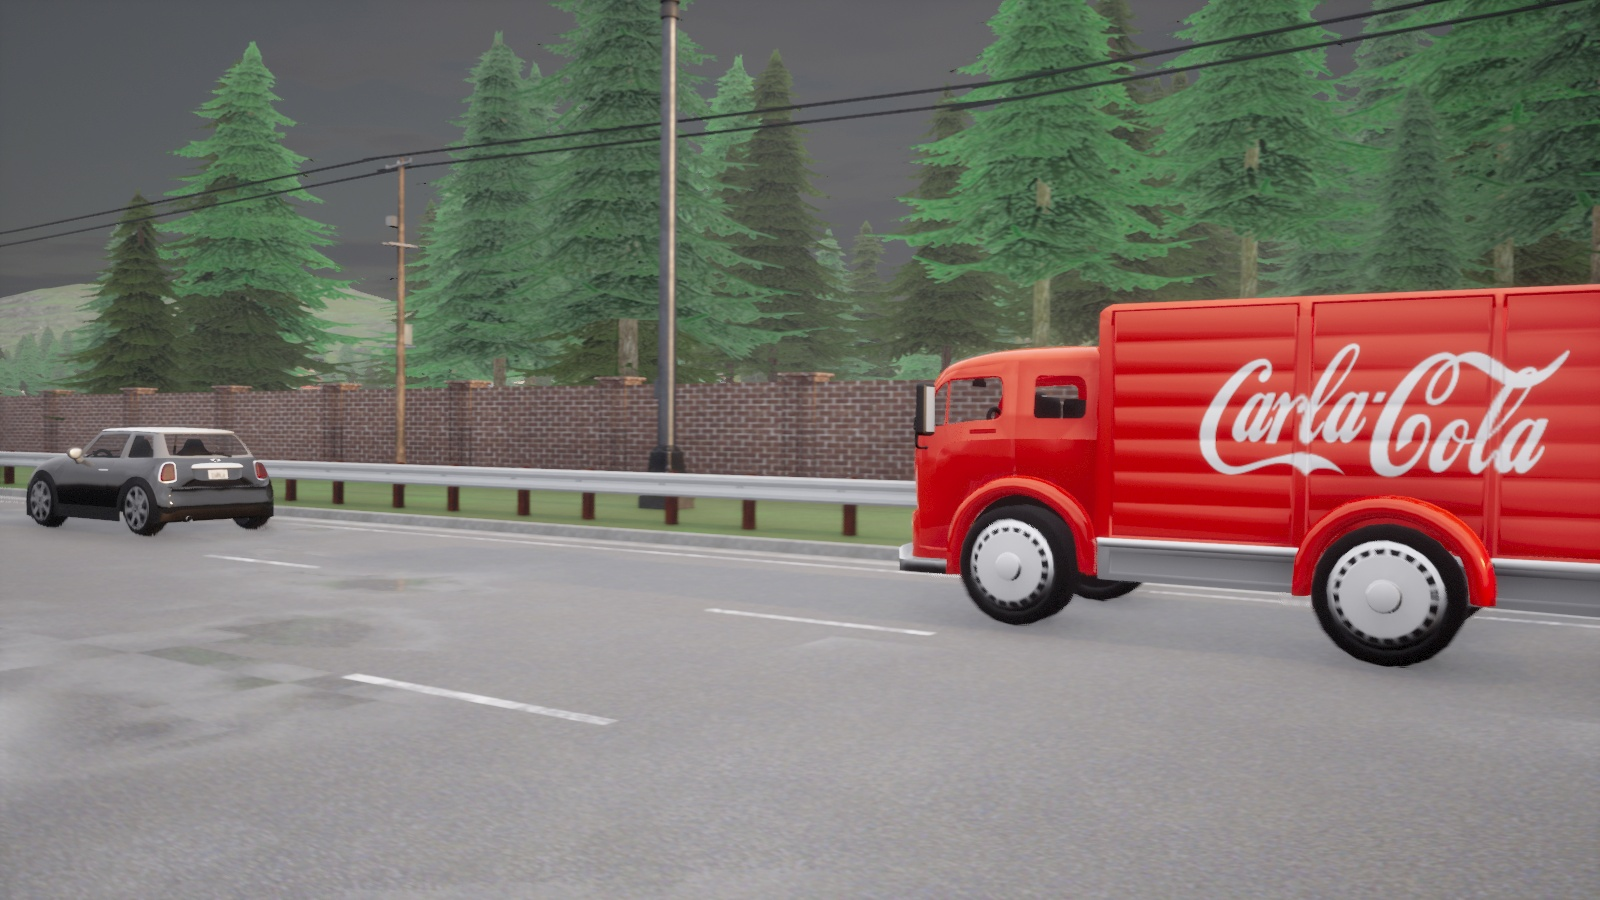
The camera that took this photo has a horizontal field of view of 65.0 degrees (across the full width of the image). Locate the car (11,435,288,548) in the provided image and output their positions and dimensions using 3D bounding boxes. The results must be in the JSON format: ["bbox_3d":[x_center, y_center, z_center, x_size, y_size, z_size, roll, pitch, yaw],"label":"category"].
[{"bbox_3d":[-9.535,0.533,18.360,3.806,1.475,1.970,0,1,34],"label":"car"}]

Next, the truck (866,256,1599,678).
[{"bbox_3d":[3.438,0.081,9.733,5.204,2.467,2.627,0,1,34],"label":"truck"}]
